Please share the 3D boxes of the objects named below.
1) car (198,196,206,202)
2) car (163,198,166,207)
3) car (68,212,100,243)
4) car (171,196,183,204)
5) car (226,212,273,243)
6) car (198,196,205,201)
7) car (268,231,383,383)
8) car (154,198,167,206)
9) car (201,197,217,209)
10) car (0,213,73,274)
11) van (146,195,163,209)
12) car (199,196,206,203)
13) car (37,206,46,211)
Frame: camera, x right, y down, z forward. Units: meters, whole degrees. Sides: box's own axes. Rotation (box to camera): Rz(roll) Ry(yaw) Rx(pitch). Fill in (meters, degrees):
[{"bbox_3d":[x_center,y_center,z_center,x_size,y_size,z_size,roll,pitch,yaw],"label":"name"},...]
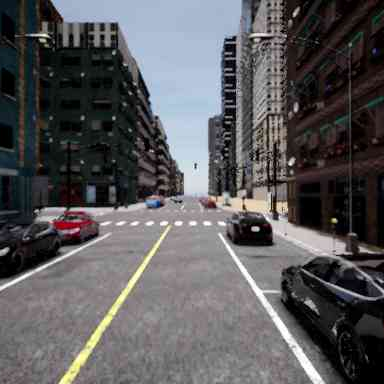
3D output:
[{"bbox_3d":[2.693,1.851,87.295,2.008,1.369,4.403,0,0,0],"label":"car"},{"bbox_3d":[-5.684,1.490,54.131,2.192,1.841,5.009,0,0,0],"label":"car"},{"bbox_3d":[-5.684,1.630,16.208,1.802,1.307,4.206,0,0,0],"label":"car"},{"bbox_3d":[-3.002,1.784,73.385,2.033,1.411,5.357,0,0,0],"label":"car"},{"bbox_3d":[2.697,1.614,16.196,1.947,1.339,4.313,0,0,0],"label":"car"},{"bbox_3d":[2.693,1.868,92.823,1.887,1.381,4.507,0,0,0],"label":"car"},{"bbox_3d":[2.697,1.581,5.149,1.947,1.339,4.313,0,0,0],"label":"car"},{"bbox_3d":[-5.686,1.739,59.658,1.887,1.381,4.507,0,0,0],"label":"car"},{"bbox_3d":[2.695,1.737,48.601,1.802,1.307,4.206,0,0,0],"label":"car"},{"bbox_3d":[-5.684,1.598,10.684,1.947,1.339,4.313,0,0,0],"label":"car"},{"bbox_3d":[-5.684,1.496,48.603,1.690,1.788,3.998,0,0,0],"label":"van"},{"bbox_3d":[2.696,1.634,59.658,1.967,1.590,4.097,0,0,0],"label":"car"},{"bbox_3d":[-18.785,1.466,37.443,4.313,1.339,1.947,1,-1,0],"label":"car"}]
